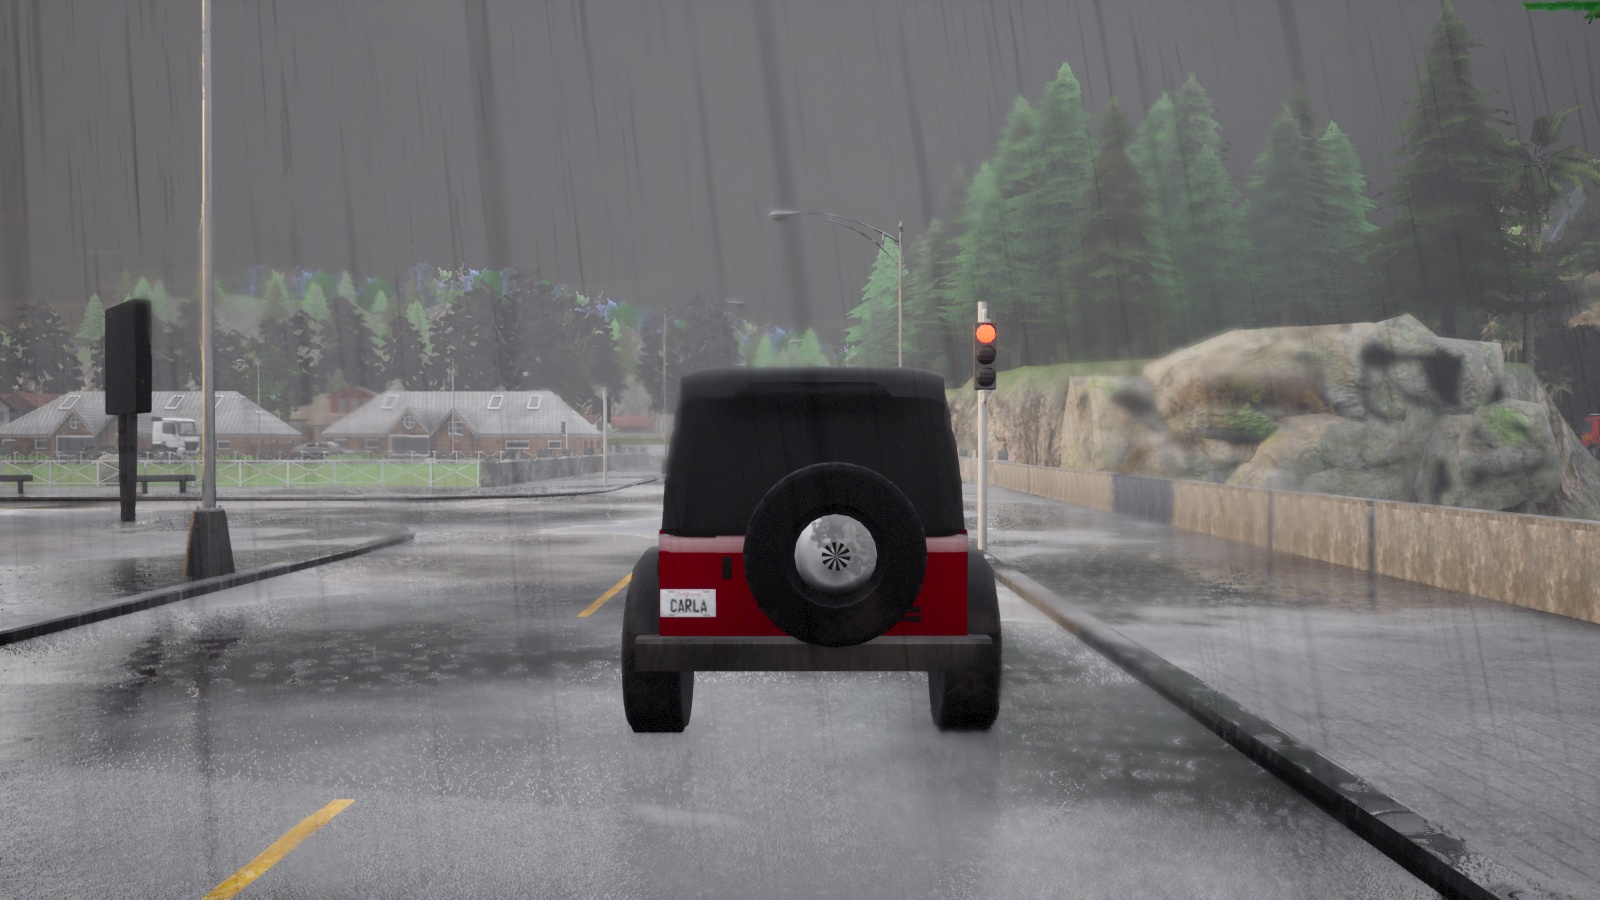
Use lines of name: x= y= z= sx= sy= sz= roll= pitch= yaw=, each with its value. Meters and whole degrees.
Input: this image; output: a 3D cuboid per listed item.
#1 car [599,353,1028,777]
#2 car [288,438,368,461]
car: x=0.062 y=0.500 z=7.508 sx=1.905 sy=1.878 sz=3.866 roll=0 pitch=0 yaw=0
car: x=-34.606 y=-0.023 z=92.144 sx=5.027 sy=1.651 sz=2.152 roll=0 pitch=0 yaw=0
